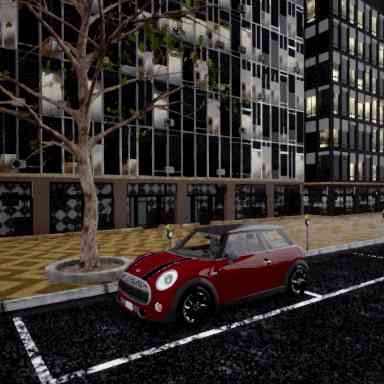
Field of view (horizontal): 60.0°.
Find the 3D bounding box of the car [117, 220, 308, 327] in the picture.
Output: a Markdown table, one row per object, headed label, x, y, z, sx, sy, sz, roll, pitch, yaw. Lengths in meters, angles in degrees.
| label | x | y | z | sx | sy | sz | roll | pitch | yaw |
| --- | --- | --- | --- | --- | --- | --- | --- | --- | --- |
| car | 0.528 | 1.439 | 6.938 | 4.097 | 1.590 | 1.967 | 0 | 0 | -35 |
